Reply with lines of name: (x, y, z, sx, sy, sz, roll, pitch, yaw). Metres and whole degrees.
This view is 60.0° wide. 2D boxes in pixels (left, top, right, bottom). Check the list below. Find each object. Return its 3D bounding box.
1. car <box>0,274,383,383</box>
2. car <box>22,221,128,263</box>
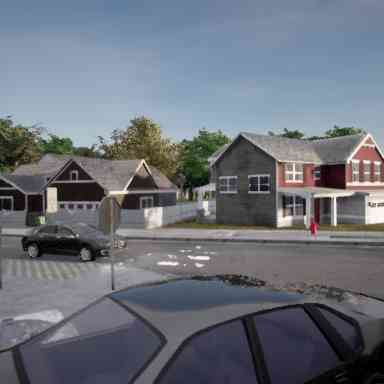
car: (-0.049, 1.546, 2.809, 5.357, 1.411, 2.033, 0, 0, -34)
car: (-5.055, 2.015, 14.221, 4.892, 1.490, 1.837, -2, 0, 24)
